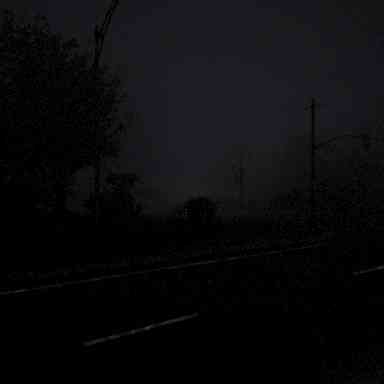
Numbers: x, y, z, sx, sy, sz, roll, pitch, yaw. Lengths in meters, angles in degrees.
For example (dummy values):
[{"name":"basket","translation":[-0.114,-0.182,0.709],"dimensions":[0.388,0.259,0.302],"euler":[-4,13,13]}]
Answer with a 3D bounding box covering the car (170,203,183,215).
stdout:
[{"name":"car","translation":[-1.169,2.270,45.982],"dimensions":[2.097,1.767,4.553],"euler":[0,-3,-32]}]
